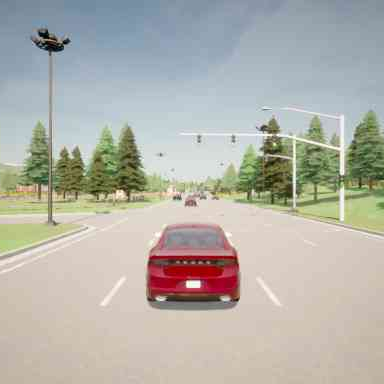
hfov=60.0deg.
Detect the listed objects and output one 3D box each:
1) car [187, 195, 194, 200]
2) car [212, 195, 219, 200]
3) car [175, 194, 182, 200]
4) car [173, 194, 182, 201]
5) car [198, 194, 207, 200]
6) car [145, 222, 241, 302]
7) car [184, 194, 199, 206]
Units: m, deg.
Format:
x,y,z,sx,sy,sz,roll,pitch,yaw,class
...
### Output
x,y,z,sx,sy,sz,roll,pitch,yaw,class
-0.345,1.427,94.007,1.895,1.301,4.718,0,0,0,car
6.653,1.525,94.416,2.128,1.511,4.902,0,0,0,car
-3.845,1.310,93.964,1.882,1.535,5.008,0,0,0,car
-3.807,1.469,83.544,1.882,1.535,5.008,0,0,0,car
3.153,1.524,94.403,1.812,1.442,4.674,0,0,0,car
0.033,1.478,8.342,1.882,1.535,5.008,0,0,0,car
-0.193,1.525,52.944,1.812,1.442,4.674,0,0,0,car
